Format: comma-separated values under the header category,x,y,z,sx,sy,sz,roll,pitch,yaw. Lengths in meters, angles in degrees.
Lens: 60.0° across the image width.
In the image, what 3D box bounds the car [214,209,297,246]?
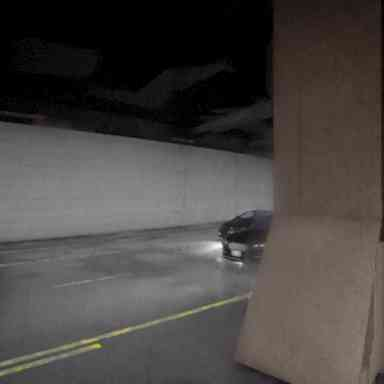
category,x,y,z,sx,sy,sz,roll,pitch,yaw
car,3.198,1.616,16.319,4.181,1.385,1.994,0,0,-45

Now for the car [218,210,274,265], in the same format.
category,x,y,z,sx,sy,sz,roll,pitch,yaw
car,3.086,1.526,11.374,4.902,1.511,2.128,0,0,-43
